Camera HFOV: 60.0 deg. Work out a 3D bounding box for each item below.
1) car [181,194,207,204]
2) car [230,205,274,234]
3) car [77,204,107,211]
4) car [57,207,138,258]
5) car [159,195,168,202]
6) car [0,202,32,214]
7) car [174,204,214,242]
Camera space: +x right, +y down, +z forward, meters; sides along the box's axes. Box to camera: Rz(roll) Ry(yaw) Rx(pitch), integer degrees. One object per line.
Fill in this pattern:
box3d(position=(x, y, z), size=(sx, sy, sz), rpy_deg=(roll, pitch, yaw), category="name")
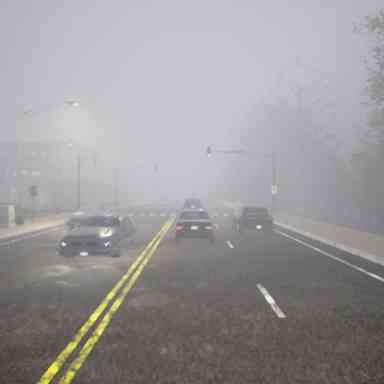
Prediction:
box3d(position=(0.077, 1.332, 31.573), size=(2.097, 1.767, 4.553), rpy_deg=(0, 0, 0), category="car")
box3d(position=(3.337, 1.492, 19.004), size=(1.837, 1.490, 4.892), rpy_deg=(0, 0, 0), category="car")
box3d(position=(-6.576, 1.534, 22.108), size=(2.033, 1.411, 5.357), rpy_deg=(0, 0, 0), category="car")
box3d(position=(-3.355, 1.540, 12.982), size=(2.033, 1.411, 5.357), rpy_deg=(0, 0, 0), category="car")
box3d(position=(-6.561, 1.469, 77.169), size=(2.128, 1.511, 4.902), rpy_deg=(0, 0, 0), category="car")
box3d(position=(-19.983, 1.796, 36.808), size=(4.313, 1.339, 1.947), rpy_deg=(-1, 1, 0), category="car")
box3d(position=(0.084, 1.537, 16.382), size=(2.033, 1.411, 5.357), rpy_deg=(0, 0, 0), category="car")
